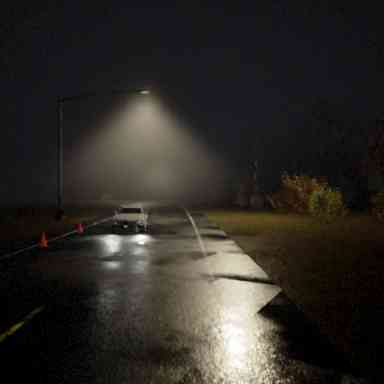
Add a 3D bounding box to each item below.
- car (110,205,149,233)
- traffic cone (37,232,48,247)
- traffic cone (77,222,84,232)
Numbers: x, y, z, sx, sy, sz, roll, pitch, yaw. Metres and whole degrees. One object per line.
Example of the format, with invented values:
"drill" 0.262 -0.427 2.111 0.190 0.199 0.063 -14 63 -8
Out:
"car" -3.597 1.537 19.868 1.812 1.442 4.674 0 0 -3
"traffic cone" -6.226 1.965 13.910 0.340 0.580 0.340 0 0 -1
"traffic cone" -6.364 1.968 18.883 0.340 0.580 0.340 0 0 -2
